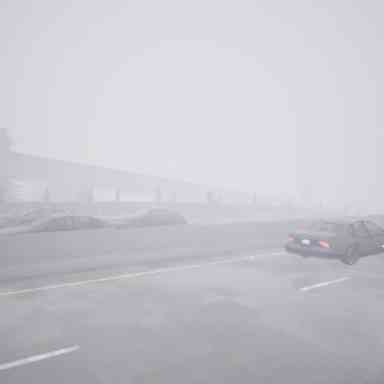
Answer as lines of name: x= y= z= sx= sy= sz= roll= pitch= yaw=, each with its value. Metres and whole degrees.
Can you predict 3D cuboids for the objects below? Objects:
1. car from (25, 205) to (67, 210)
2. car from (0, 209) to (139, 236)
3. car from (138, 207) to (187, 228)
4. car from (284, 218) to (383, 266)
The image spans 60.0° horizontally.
car: x=-8.831 y=1.531 z=19.184 sx=4.902 sy=1.511 sz=2.128 roll=1 pitch=0 yaw=-35
car: x=-5.097 y=1.582 z=13.251 sx=5.357 sy=1.411 sz=2.033 roll=1 pitch=0 yaw=-35
car: x=-2.438 y=1.618 z=19.443 sx=4.674 sy=1.442 sz=1.812 roll=1 pitch=0 yaw=-35
car: x=5.685 y=1.663 z=12.093 sx=5.357 sy=1.411 sz=2.033 roll=1 pitch=0 yaw=-35
